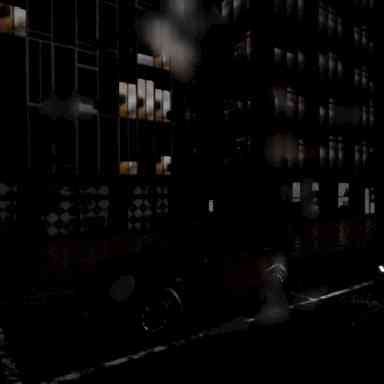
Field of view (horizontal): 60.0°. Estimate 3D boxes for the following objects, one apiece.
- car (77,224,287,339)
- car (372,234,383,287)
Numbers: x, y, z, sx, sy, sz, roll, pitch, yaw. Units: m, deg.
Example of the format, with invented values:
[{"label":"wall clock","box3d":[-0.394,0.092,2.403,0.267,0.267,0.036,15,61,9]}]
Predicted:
[{"label":"car","box3d":[-0.080,1.436,6.505,4.097,1.590,1.967,0,0,-35]},{"label":"car","box3d":[6.510,1.537,8.000,5.357,1.411,2.033,0,0,-35]}]
